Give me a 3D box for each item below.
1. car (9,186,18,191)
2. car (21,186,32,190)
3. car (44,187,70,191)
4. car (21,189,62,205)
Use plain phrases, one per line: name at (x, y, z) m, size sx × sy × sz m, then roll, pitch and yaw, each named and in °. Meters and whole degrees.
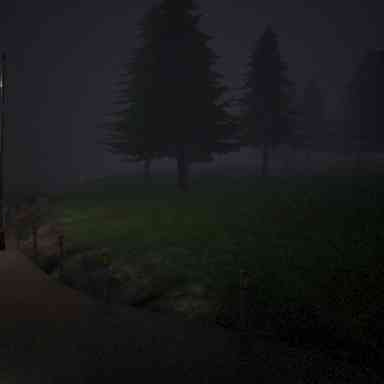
car at (-42.384, -0.560, 82.117) m, size 2.150 × 2.045 × 5.566 m, roll 2°, pitch 1°, yaw 15°
car at (-39.000, -0.159, 81.264) m, size 2.128 × 1.511 × 4.902 m, roll 2°, pitch 1°, yaw 15°
car at (-32.231, 0.057, 79.494) m, size 2.033 × 1.411 × 5.357 m, roll 2°, pitch 1°, yaw 15°
car at (-19.208, 0.771, 42.665) m, size 2.128 × 1.511 × 4.902 m, roll 1°, pitch 1°, yaw 4°
